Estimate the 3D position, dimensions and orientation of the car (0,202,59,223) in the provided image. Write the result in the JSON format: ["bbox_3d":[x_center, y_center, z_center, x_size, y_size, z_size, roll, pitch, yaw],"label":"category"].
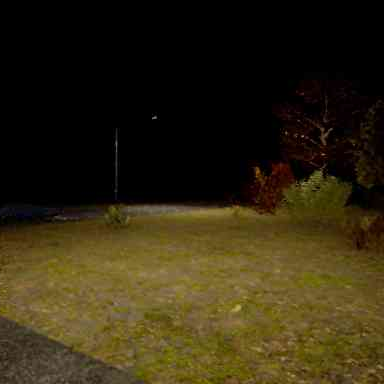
[{"bbox_3d":[-13.022,1.498,25.363,2.033,1.411,5.357,2,2,38],"label":"car"}]
